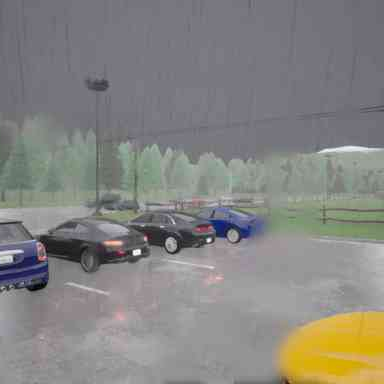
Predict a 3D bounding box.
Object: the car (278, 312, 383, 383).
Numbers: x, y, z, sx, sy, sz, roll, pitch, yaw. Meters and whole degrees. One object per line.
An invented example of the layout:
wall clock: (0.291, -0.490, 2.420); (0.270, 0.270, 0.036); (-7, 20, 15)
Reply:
car: (2.985, 1.478, 1.866); (5.008, 1.535, 1.882); (0, 0, 36)

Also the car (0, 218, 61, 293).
car: (-5.400, 1.352, 7.785); (4.553, 1.767, 2.097); (0, 0, 36)

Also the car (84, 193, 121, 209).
car: (-12.025, 1.219, 45.528); (2.150, 2.045, 5.566); (0, 0, 36)

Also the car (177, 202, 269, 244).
car: (1.164, 1.478, 15.996); (5.008, 1.535, 1.882); (0, 0, 36)

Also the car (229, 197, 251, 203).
car: (9.410, 1.601, 63.016); (1.895, 1.301, 4.718); (0, 0, 37)

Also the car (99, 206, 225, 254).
car: (-1.356, 1.505, 13.502); (4.892, 1.490, 1.837); (0, 0, 36)

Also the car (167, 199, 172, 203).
car: (-2.516, 1.564, 58.597); (1.994, 1.385, 4.181); (0, 0, 36)

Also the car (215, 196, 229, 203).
car: (6.638, 1.524, 71.006); (1.812, 1.442, 4.674); (0, 0, 36)

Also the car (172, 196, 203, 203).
car: (-0.313, 1.351, 49.756); (2.097, 1.767, 4.553); (0, 0, 36)

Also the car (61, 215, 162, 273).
car: (-3.408, 1.526, 10.665); (4.674, 1.442, 1.812); (0, 0, 36)

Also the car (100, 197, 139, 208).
car: (-8.117, 1.564, 38.917); (1.994, 1.385, 4.181); (0, 0, 35)
